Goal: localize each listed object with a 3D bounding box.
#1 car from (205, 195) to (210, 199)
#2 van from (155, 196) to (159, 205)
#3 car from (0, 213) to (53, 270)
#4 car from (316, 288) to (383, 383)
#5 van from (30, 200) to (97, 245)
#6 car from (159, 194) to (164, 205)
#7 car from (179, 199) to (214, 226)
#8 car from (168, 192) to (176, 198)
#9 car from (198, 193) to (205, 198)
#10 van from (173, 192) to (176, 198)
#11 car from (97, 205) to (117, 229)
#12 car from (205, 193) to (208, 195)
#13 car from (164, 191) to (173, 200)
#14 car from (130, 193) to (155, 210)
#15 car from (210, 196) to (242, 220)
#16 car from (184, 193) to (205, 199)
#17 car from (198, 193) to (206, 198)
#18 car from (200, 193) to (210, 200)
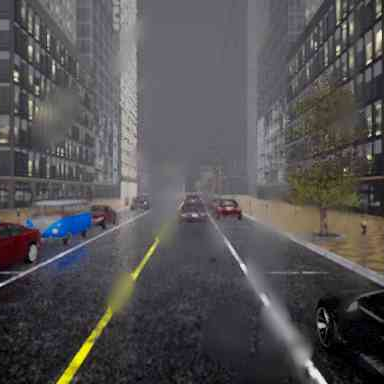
[{"bbox_3d":[2.696,1.322,37.317,1.802,1.307,4.206,0,0,0],"label":"car"},{"bbox_3d":[-5.683,1.040,43.023,1.690,1.788,3.998,0,0,0],"label":"van"},{"bbox_3d":[-5.687,1.484,8.872,1.887,1.381,4.507,0,0,0],"label":"car"},{"bbox_3d":[2.693,1.544,3.167,1.947,1.339,4.313,0,0,0],"label":"car"},{"bbox_3d":[-5.685,1.241,14.563,1.690,1.788,3.998,0,0,0],"label":"van"},{"bbox_3d":[-5.684,1.223,48.717,1.947,1.339,4.313,0,0,0],"label":"car"},{"bbox_3d":[0.095,1.397,21.721,2.033,1.411,5.357,0,0,0],"label":"car"},{"bbox_3d":[-5.679,0.762,94.251,1.967,1.590,4.097,0,0,0],"label":"car"},{"bbox_3d":[2.701,0.867,94.234,1.887,1.381,4.507,0,0,0],"label":"car"},{"bbox_3d":[-5.680,0.748,82.867,1.690,1.788,3.998,0,0,0],"label":"van"},{"bbox_3d":[-5.686,1.442,20.257,1.802,1.307,4.206,0,0,0],"label":"car"},{"bbox_3d":[2.697,1.223,43.179,1.752,1.417,4.829,0,0,0],"label":"car"},{"bbox_3d":[-5.681,1.018,71.314,1.752,1.417,4.829,0,0,0],"label":"car"},{"bbox_3d":[-5.684,1.180,37.331,1.967,1.590,4.097,0,0,0],"label":"car"},{"bbox_3d":[2.696,1.261,25.932,1.967,1.590,4.097,0,0,0],"label":"car"},{"bbox_3d":[0.103,1.076,39.331,2.097,1.767,4.553,0,0,0],"label":"car"},{"bbox_3d":[2.700,0.915,88.543,2.008,1.369,4.403,0,0,0],"label":"car"},{"bbox_3d":[2.700,0.932,71.467,1.967,1.590,4.097,0,0,0],"label":"car"}]
